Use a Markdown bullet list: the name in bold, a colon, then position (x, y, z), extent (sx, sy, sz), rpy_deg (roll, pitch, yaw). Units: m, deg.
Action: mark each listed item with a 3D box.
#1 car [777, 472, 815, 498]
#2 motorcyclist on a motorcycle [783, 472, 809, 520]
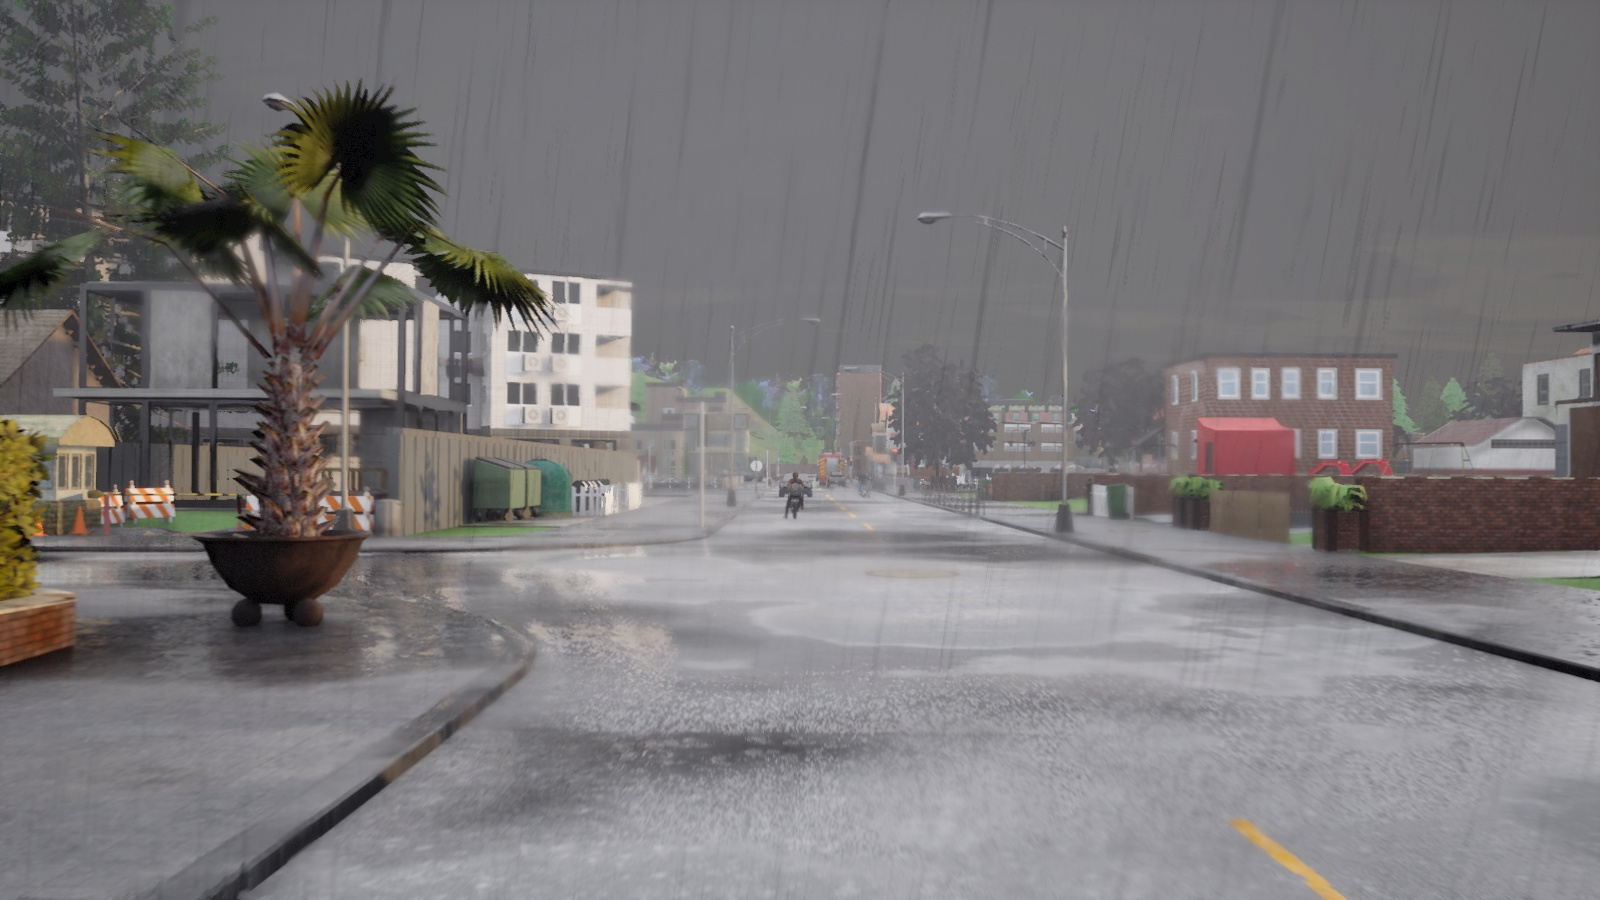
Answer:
- **car**: position (-0.227, 2.072, 75.083), extent (2.163, 1.488, 4.792), rpy_deg (0, -1, 0)
- **motorcyclist on a motorcycle**: position (-0.134, 1.479, 40.718), extent (0.797, 1.523, 2.044), rpy_deg (0, -1, 0)
